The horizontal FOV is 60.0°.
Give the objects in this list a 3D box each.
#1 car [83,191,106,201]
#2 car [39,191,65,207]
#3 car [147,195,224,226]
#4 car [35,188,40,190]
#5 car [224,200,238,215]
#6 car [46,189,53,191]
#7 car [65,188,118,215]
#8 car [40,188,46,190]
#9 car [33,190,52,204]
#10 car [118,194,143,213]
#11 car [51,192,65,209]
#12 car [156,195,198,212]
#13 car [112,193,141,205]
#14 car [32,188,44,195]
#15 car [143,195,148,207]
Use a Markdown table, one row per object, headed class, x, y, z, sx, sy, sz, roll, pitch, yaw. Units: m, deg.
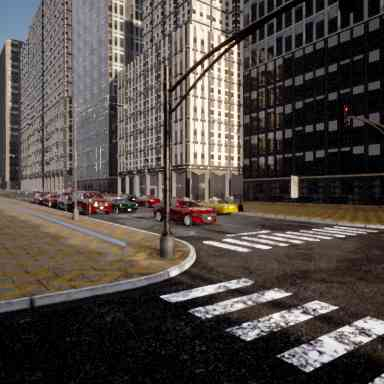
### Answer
| class | x | y | z | sx | sy | sz | roll | pitch | yaw |
| --- | --- | --- | --- | --- | --- | --- | --- | --- | --- |
| car | -14.800 | 0.646 | 50.356 | 1.947 | 1.339 | 4.313 | 1 | 0 | -36 |
| car | -14.942 | 0.861 | 36.329 | 1.887 | 1.381 | 4.507 | 1 | 0 | -36 |
| car | -0.540 | 1.177 | 20.942 | 1.882 | 1.535 | 5.008 | 0 | 1 | -38 |
| car | -34.664 | -0.104 | 77.599 | 1.967 | 1.590 | 4.097 | 1 | 0 | -36 |
| car | 1.725 | 1.127 | 27.844 | 1.752 | 1.417 | 4.829 | 1 | 0 | -36 |
| car | -28.044 | 0.214 | 68.518 | 2.008 | 1.369 | 4.403 | 1 | 0 | -36 |
| car | -8.316 | 0.841 | 27.248 | 2.192 | 1.841 | 5.009 | 1 | 0 | -36 |
| car | -31.355 | 0.104 | 73.059 | 1.887 | 1.381 | 4.507 | 1 | 0 | -36 |
| car | -18.254 | 0.793 | 40.869 | 1.802 | 1.307 | 4.206 | 1 | 0 | -36 |
| car | -6.448 | 1.112 | 29.055 | 1.895 | 1.301 | 4.718 | 0 | 1 | -36 |
| car | -11.632 | 0.987 | 31.790 | 1.947 | 1.339 | 4.313 | 1 | 0 | -36 |
| car | -1.555 | 1.066 | 32.193 | 1.947 | 1.339 | 4.313 | 1 | 0 | -36 |
| car | -8.178 | 0.856 | 41.274 | 1.947 | 1.339 | 4.313 | 1 | 0 | -36 |
| car | -37.974 | -0.208 | 82.140 | 1.967 | 1.590 | 4.097 | 1 | 0 | -36 |
| car | -4.867 | 0.977 | 36.734 | 1.802 | 1.307 | 4.206 | 1 | 0 | -36 |
